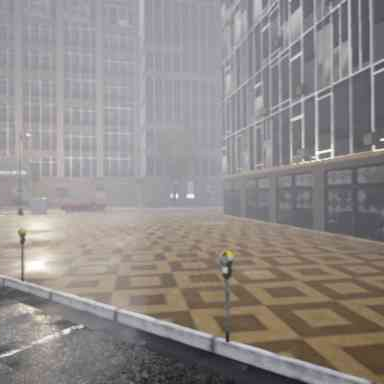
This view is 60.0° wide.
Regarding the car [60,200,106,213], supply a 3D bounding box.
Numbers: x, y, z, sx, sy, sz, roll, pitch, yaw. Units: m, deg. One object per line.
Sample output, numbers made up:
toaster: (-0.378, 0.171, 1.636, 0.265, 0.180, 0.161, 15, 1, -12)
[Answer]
car: (-11.687, 1.550, 35.884, 4.718, 1.301, 1.895, -1, 0, -14)
